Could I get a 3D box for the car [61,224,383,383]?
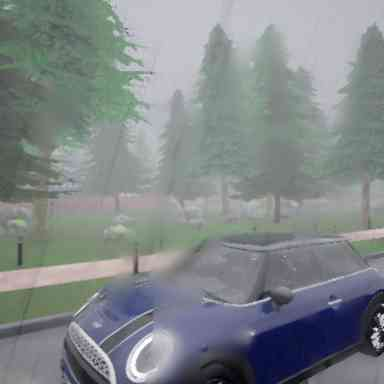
[{"bbox_3d":[0.713,1.387,4.513,4.553,1.767,2.097,1,0,-36],"label":"car"}]
